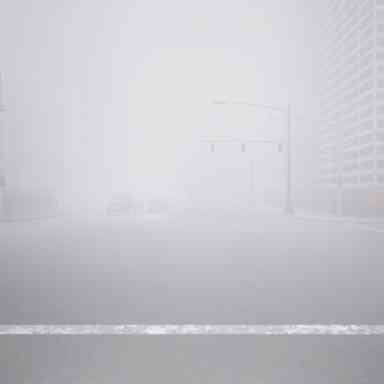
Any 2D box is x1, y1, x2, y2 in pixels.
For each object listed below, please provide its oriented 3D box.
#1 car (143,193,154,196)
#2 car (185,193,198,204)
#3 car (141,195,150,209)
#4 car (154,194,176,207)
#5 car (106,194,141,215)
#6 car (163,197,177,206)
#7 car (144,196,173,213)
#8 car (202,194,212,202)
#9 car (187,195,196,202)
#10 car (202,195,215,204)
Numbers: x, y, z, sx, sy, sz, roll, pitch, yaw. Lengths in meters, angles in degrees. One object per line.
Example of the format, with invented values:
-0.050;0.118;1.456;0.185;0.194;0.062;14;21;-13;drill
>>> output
-7.200;1.221;55.283;2.150;2.045;5.566;0;0;0;car
-0.128;1.221;63.726;2.150;2.045;5.566;0;0;0;car
-7.191;1.547;44.759;2.033;1.411;5.357;0;0;0;car
-3.690;1.352;46.646;2.097;1.767;4.553;0;0;0;car
-7.152;1.221;34.507;2.150;2.045;5.566;0;0;2;car
-3.701;1.564;56.459;1.994;1.385;4.181;0;0;0;car
-3.676;1.492;37.430;2.128;1.511;4.902;0;0;0;car
3.353;1.355;74.548;2.097;1.767;4.553;0;0;0;car
-0.150;1.382;74.397;1.994;1.385;4.181;0;0;0;car
3.466;1.526;64.646;1.812;1.442;4.674;0;0;0;car
